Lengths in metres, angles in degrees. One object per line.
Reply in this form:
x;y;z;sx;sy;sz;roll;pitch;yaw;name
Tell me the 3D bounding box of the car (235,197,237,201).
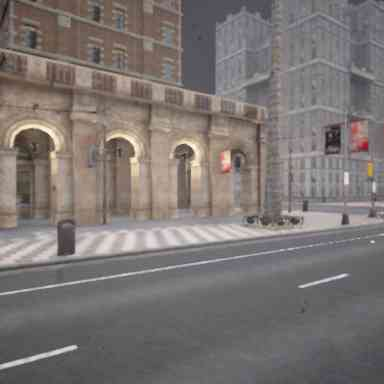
7.000;1.479;68.046;2.128;1.511;4.902;0;0;-37;car
